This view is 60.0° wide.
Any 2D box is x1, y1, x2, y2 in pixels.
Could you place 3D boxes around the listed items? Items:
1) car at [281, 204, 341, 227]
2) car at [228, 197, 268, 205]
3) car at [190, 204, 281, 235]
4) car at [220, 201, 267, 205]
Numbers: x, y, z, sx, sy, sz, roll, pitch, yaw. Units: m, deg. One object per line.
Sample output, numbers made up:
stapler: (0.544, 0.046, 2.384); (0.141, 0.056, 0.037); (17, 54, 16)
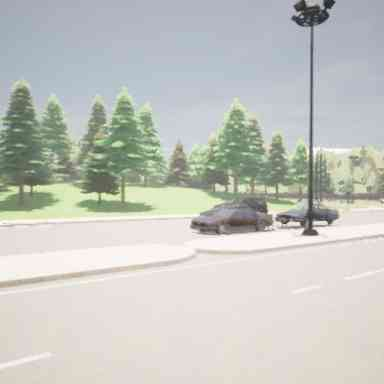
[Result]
car: (8.373, 1.544, 23.681); (5.357, 1.411, 2.033); (1, 0, -35)
car: (4.359, 1.433, 29.416); (5.566, 2.045, 2.150); (1, 0, -35)
car: (2.517, 1.670, 19.748); (5.357, 1.411, 2.033); (1, 0, -35)
car: (2.727, 1.637, 24.149); (4.902, 1.511, 2.128); (0, 0, -35)
